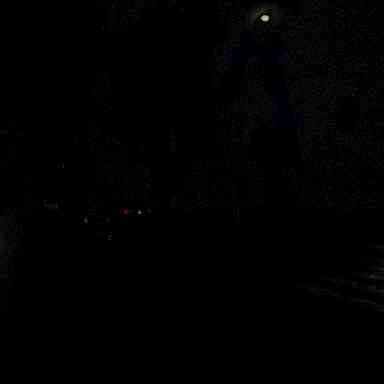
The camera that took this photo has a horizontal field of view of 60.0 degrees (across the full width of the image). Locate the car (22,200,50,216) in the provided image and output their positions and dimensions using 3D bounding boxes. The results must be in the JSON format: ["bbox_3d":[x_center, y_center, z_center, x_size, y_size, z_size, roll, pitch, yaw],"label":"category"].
[{"bbox_3d":[-20.117,2.005,42.184,2.150,2.045,5.566,0,-1,-34],"label":"car"}]

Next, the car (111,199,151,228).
[{"bbox_3d":[-5.187,1.578,25.525,2.150,2.045,5.566,0,-1,-35],"label":"car"}]

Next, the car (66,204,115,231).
[{"bbox_3d":[-7.464,1.830,23.633,1.882,1.535,5.008,0,-1,-35],"label":"car"}]

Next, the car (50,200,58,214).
[{"bbox_3d":[-21.237,2.145,48.837,2.150,2.045,5.566,0,-1,-35],"label":"car"}]
